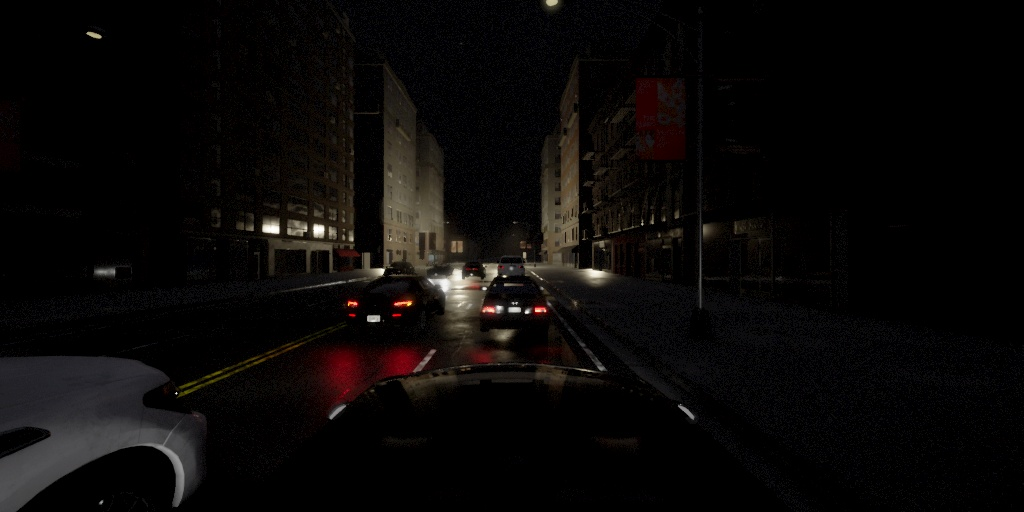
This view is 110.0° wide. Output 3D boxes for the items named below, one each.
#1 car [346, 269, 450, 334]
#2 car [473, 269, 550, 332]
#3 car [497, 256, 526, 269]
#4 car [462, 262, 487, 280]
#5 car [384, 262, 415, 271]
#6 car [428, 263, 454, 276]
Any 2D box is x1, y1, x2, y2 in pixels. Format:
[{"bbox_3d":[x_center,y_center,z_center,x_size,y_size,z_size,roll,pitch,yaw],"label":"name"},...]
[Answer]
[{"bbox_3d":[-3.200,1.277,10.558,1.812,1.442,4.674,0,0,0],"label":"car"},{"bbox_3d":[0.049,1.298,10.841,2.033,1.411,5.357,0,0,0],"label":"car"},{"bbox_3d":[-0.061,0.984,29.374,2.150,2.045,5.566,0,0,0],"label":"car"},{"bbox_3d":[-3.323,1.268,31.716,1.837,1.490,4.892,0,0,-1],"label":"car"},{"bbox_3d":[-10.030,1.269,32.247,1.837,1.490,4.892,0,0,0],"label":"car"},{"bbox_3d":[-6.792,1.366,34.270,1.895,1.301,4.718,0,0,0],"label":"car"}]
